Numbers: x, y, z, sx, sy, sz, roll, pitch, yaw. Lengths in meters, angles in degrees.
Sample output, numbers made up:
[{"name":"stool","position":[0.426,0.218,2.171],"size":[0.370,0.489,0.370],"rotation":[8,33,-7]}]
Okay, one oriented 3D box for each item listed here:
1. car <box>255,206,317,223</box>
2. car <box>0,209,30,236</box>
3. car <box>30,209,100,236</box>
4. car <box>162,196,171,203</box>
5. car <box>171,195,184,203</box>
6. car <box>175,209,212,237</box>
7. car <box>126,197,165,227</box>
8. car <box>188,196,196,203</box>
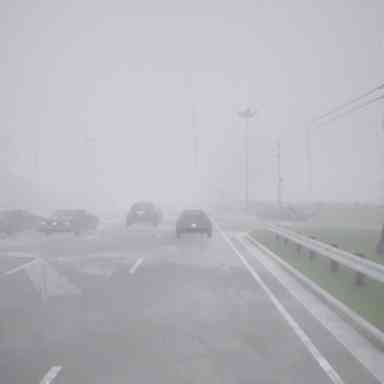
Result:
[{"name":"car","position":[7.524,1.762,27.048],"size":[1.895,1.301,4.718],"rotation":[0,0,-43]},{"name":"car","position":[-10.402,1.661,19.139],"size":[2.033,1.411,5.357],"rotation":[0,0,0]},{"name":"car","position":[-6.901,1.662,19.233],"size":[2.033,1.411,5.357],"rotation":[0,0,0]},{"name":"car","position":[-7.003,1.849,86.005],"size":[2.097,1.767,4.553],"rotation":[0,0,0]},{"name":"car","position":[-3.503,1.847,85.961],"size":[2.097,1.767,4.553],"rotation":[0,0,0]},{"name":"car","position":[0.100,1.677,18.944],"size":[1.994,1.385,4.181],"rotation":[0,0,0]},{"name":"car","position":[-3.401,1.497,24.407],"size":[2.097,1.767,4.553],"rotation":[0,0,0]},{"name":"car","position":[-0.003,2.055,85.896],"size":[1.994,1.385,4.181],"rotation":[0,0,0]}]
